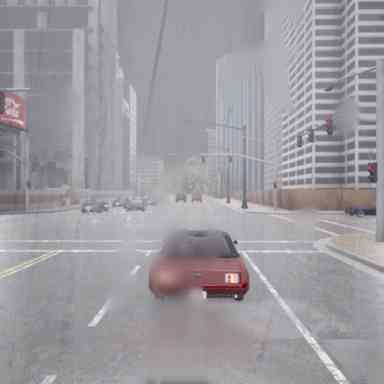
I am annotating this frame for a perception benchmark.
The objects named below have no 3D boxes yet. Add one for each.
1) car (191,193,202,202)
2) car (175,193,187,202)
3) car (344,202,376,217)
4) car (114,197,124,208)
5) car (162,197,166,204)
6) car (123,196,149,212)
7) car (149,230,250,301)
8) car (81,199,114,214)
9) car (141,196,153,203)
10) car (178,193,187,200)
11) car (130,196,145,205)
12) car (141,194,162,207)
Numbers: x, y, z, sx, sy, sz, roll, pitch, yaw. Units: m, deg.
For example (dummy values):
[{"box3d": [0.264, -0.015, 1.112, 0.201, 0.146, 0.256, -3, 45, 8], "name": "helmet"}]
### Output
[{"box3d": [1.048, 1.216, 73.394, 2.150, 2.045, 5.566, 0, 0, 1], "name": "car"}, {"box3d": [-2.452, 1.216, 73.445, 2.150, 2.045, 5.566, 0, 0, 1], "name": "car"}, {"box3d": [16.547, 1.601, 30.443, 4.718, 1.301, 1.895, 0, 0, 1], "name": "car"}, {"box3d": [-9.932, 1.491, 46.951, 2.128, 1.511, 4.902, 0, 0, 1], "name": "car"}, {"box3d": [-6.117, 1.601, 64.755, 1.895, 1.301, 4.718, 0, 0, 1], "name": "car"}, {"box3d": [-6.316, 1.526, 38.166, 1.812, 1.442, 4.674, 0, 0, -2], "name": "car"}, {"box3d": [0.216, 1.601, 8.322, 1.895, 1.301, 4.718, 0, 0, 2], "name": "car"}, {"box3d": [-10.110, 1.492, 34.955, 2.128, 1.511, 4.902, 0, 0, 1], "name": "car"}, {"box3d": [-9.503, 1.524, 69.995, 1.812, 1.442, 4.674, 0, 0, 1], "name": "car"}, {"box3d": [-2.297, 1.184, 84.085, 2.097, 1.767, 4.553, 0, 0, 1], "name": "car"}, {"box3d": [-9.715, 1.525, 59.684, 1.812, 1.442, 4.674, 0, 0, 1], "name": "car"}, {"box3d": [-6.357, 1.492, 51.777, 2.128, 1.511, 4.902, 0, 0, 1], "name": "car"}]
